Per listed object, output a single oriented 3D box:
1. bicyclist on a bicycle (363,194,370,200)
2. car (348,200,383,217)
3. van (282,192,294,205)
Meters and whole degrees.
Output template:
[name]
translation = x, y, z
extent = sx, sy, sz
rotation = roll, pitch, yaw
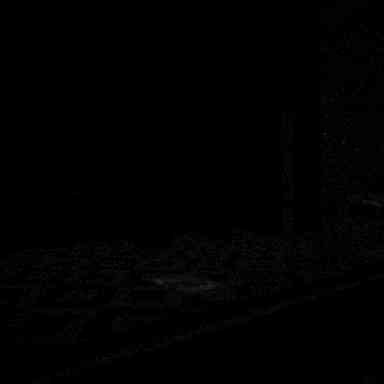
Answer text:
[bicyclist on a bicycle]
translation = 20.870, 1.030, 39.644
extent = 1.656, 1.620, 0.582
rotation = 0, 1, -36
[car]
translation = 14.846, 1.367, 28.314
extent = 2.008, 1.369, 4.403
rotation = 1, 0, -36
[van]
translation = 12.282, 0.930, 46.588
extent = 1.690, 1.788, 3.998
rotation = 1, 0, -36
